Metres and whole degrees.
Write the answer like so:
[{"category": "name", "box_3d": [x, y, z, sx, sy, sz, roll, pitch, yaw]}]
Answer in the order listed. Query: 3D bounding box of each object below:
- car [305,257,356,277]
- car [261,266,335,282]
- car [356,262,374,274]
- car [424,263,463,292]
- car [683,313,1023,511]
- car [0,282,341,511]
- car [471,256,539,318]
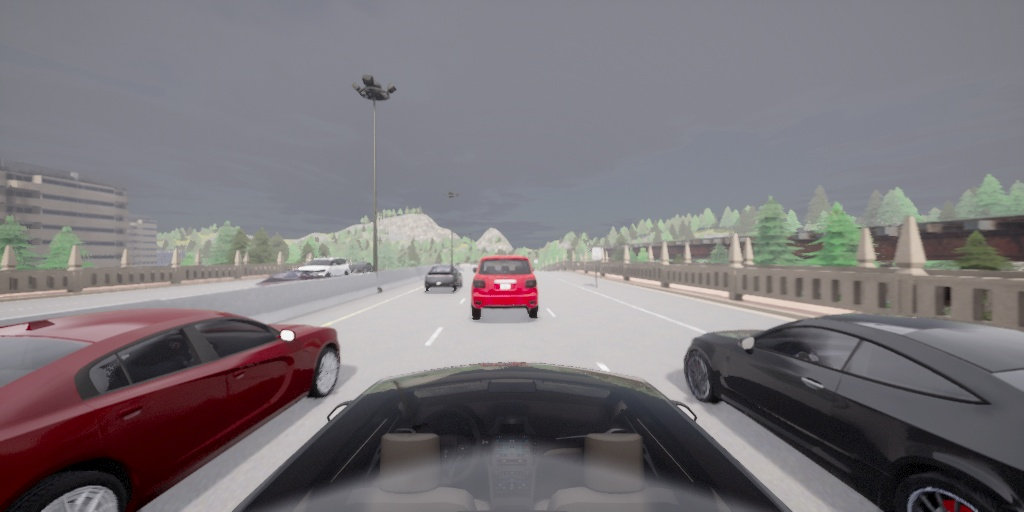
[{"category": "car", "box_3d": [-15.109, 1.132, 29.082, 2.150, 2.045, 5.566, 0, 0, -2]}, {"category": "car", "box_3d": [-11.185, 1.421, 18.366, 1.994, 1.385, 4.181, 0, 0, -2]}, {"category": "car", "box_3d": [-19.259, 1.511, 46.191, 1.837, 1.490, 4.892, 0, -1, -2]}, {"category": "car", "box_3d": [-4.137, 1.326, 22.229, 2.128, 1.511, 4.902, 0, 0, -2]}, {"category": "car", "box_3d": [3.445, 1.264, 3.357, 1.812, 1.442, 4.674, 0, 0, 0]}, {"category": "car", "box_3d": [-3.542, 1.250, 3.512, 1.882, 1.535, 5.008, 0, 0, 0]}, {"category": "car", "box_3d": [-0.292, 1.008, 13.283, 2.150, 2.045, 5.566, 0, 0, -2]}]
